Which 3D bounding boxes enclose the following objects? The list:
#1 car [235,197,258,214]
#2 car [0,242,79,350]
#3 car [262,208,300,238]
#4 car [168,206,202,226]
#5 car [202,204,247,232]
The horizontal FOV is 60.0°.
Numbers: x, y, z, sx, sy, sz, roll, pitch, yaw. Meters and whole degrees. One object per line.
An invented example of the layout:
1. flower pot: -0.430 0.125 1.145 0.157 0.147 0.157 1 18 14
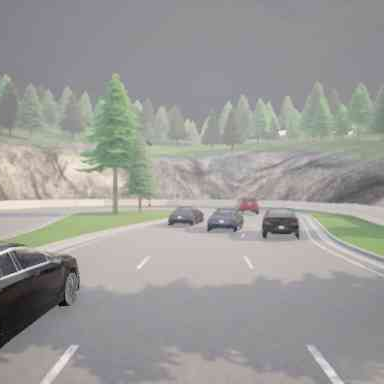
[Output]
1. car: 6.509 1.571 39.920 2.150 2.045 5.566 0 -1 1
2. car: -3.356 1.539 5.272 2.128 1.511 4.902 0 -1 1
3. car: 5.042 1.645 19.021 1.882 1.535 5.008 0 -1 13
4. car: -0.347 1.790 25.613 1.994 1.385 4.181 0 -1 15
5. car: 2.282 1.758 21.966 1.994 1.385 4.181 0 0 15
